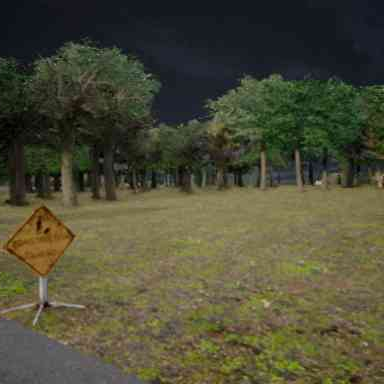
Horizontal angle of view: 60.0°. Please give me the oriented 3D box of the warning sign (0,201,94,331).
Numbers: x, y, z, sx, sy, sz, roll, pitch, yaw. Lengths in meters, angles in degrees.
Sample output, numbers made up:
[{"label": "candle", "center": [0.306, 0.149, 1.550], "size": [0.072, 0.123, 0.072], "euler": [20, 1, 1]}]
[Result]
[{"label": "warning sign", "center": [-2.595, 1.120, 5.759], "size": [1.060, 1.860, 1.300], "euler": [-1, 0, 35]}]
